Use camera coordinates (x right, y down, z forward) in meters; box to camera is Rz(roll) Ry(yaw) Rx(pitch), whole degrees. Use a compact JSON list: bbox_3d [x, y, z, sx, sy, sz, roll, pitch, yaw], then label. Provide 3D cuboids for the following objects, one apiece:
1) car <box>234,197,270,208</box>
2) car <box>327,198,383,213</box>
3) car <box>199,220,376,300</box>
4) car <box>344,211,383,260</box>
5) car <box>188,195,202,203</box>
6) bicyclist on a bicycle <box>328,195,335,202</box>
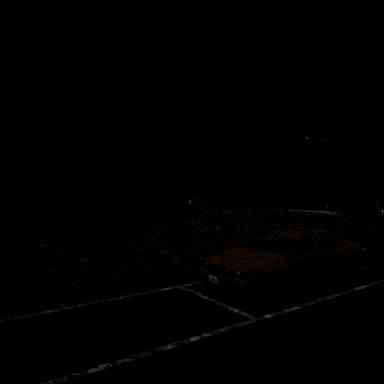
[{"bbox_3d":[7.380,1.332,41.082,1.895,1.301,4.718,1,0,-34],"label":"car"},{"bbox_3d":[14.788,1.342,30.247,2.128,1.511,4.902,1,0,-34],"label":"car"},{"bbox_3d":[2.432,1.527,8.389,4.829,1.417,1.752,0,1,-35],"label":"car"},{"bbox_3d":[7.196,1.547,11.688,4.507,1.381,1.887,0,1,-35],"label":"car"},{"bbox_3d":[-0.376,1.195,58.003,1.895,1.301,4.718,1,0,-34],"label":"car"},{"bbox_3d":[16.404,1.158,38.940,1.656,1.620,0.582,0,0,-34],"label":"bicyclist on a bicycle"}]
